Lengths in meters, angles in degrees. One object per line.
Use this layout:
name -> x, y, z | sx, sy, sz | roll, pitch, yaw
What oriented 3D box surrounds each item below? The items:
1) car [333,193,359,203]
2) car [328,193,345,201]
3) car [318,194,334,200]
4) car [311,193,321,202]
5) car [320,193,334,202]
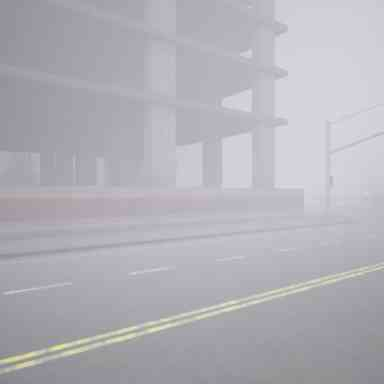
car -> 30.311, 1.391, 65.446 | 3.806, 1.475, 1.970 | 0, 0, -35
car -> 36.134, 1.147, 83.203 | 4.605, 1.855, 1.932 | 0, 0, -35
car -> 34.512, 1.357, 85.604 | 3.905, 1.438, 1.784 | 0, 0, -35
car -> 27.048, 1.148, 69.970 | 4.605, 1.855, 1.932 | 0, 0, -35
car -> 28.639, 1.359, 67.809 | 3.905, 1.438, 1.784 | 0, 0, -35
